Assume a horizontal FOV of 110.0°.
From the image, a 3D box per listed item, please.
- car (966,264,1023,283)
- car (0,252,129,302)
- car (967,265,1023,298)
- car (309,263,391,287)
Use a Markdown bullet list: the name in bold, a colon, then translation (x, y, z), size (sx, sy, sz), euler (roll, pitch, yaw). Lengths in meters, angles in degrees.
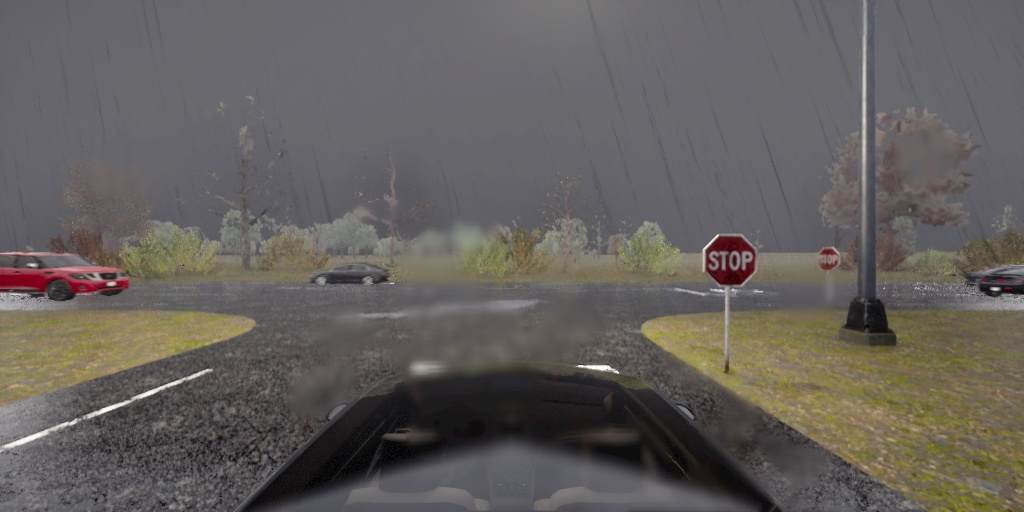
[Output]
- **car**: translation (33.826, 1.324, 24.233), size (5.008, 1.535, 1.882), euler (-1, 0, -2)
- **car**: translation (-20.391, 0.860, 15.698), size (5.566, 2.045, 2.150), euler (0, 0, -2)
- **car**: translation (25.189, 1.314, 16.962), size (4.892, 1.490, 1.837), euler (0, 0, -2)
- **car**: translation (-10.309, 1.194, 22.997), size (4.892, 1.490, 1.837), euler (0, 0, -2)
